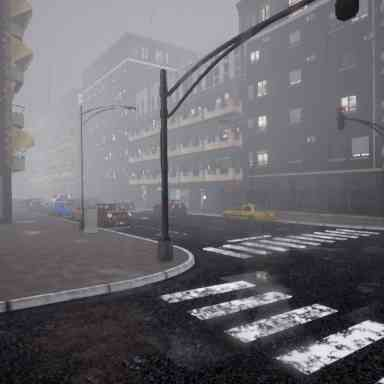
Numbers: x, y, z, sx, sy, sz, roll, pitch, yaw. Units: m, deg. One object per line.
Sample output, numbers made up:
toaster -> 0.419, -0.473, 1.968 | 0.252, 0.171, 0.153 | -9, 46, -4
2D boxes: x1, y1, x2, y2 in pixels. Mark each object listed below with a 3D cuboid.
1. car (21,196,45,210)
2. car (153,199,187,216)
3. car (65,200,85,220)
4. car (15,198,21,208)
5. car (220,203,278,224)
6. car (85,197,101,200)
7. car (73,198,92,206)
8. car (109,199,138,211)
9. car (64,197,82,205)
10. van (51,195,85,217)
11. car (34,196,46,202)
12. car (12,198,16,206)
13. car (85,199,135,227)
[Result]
car -> -21.999, 1.627, 46.417 | 1.967, 1.590, 4.097 | -1, 1, -36
car -> -2.290, 1.441, 33.309 | 1.967, 1.590, 4.097 | -1, 1, -36
car -> -8.999, 1.652, 28.289 | 1.752, 1.417, 4.829 | -1, 1, -36
car -> -25.222, 1.769, 50.915 | 1.947, 1.339, 4.313 | -1, 1, -36
car -> 4.062, 1.498, 24.453 | 1.752, 1.417, 4.829 | -1, 1, -36
car -> -15.189, 1.501, 51.299 | 1.967, 1.590, 4.097 | -1, 1, -36
car -> -18.412, 1.643, 55.798 | 1.947, 1.339, 4.313 | -1, 1, -36
car -> -8.738, 1.581, 42.305 | 2.008, 1.369, 4.403 | -1, 1, -36
car -> -21.637, 1.645, 60.296 | 2.008, 1.369, 4.403 | -1, 1, -36
van -> -12.326, 1.483, 32.923 | 1.690, 1.788, 3.998 | -1, 1, -36
car -> -37.761, 1.727, 82.784 | 1.887, 1.381, 4.507 | -1, 1, -36
car -> -31.672, 1.782, 59.911 | 1.887, 1.381, 4.507 | -1, 1, -36
car -> -5.875, 1.552, 23.930 | 1.967, 1.590, 4.097 | -1, 1, -36
